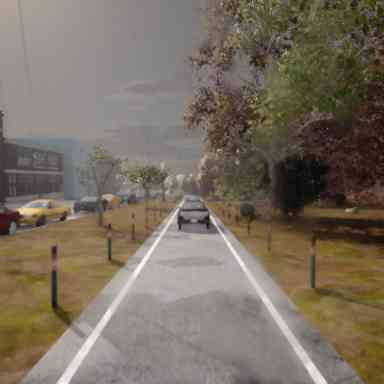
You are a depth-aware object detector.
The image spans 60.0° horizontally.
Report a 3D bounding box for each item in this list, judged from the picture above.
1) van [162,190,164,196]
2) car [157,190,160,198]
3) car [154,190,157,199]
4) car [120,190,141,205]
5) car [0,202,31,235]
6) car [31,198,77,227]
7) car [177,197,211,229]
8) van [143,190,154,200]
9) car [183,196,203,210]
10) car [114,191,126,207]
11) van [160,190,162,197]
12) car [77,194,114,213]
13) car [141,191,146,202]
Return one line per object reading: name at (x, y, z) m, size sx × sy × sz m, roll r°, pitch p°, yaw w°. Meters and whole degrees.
van at (-9.242, 0.386, 90.969) m, size 1.878 × 1.987 × 4.442 m, roll 0°, pitch -1°, yaw -2°
car at (-9.069, 0.756, 74.508) m, size 2.163 × 1.488 × 4.792 m, roll 0°, pitch -1°, yaw -2°
car at (-9.064, 0.764, 68.997) m, size 2.231 × 1.521 × 4.892 m, roll 0°, pitch -1°, yaw -2°
car at (-9.039, 0.707, 45.595) m, size 2.435 × 2.045 × 5.566 m, roll 0°, pitch 0°, yaw 1°
car at (-9.005, 1.204, 13.531) m, size 2.097 × 1.535 × 5.008 m, roll 0°, pitch 0°, yaw 2°
car at (-9.020, 1.136, 19.912) m, size 1.946 × 1.575 × 5.366 m, roll 0°, pitch 0°, yaw 2°
car at (0.103, 1.306, 20.270) m, size 2.128 × 1.511 × 4.902 m, roll 0°, pitch 1°, yaw 0°
van at (-9.064, 0.599, 63.310) m, size 1.878 × 1.987 × 4.442 m, roll 0°, pitch 1°, yaw 2°
car at (0.105, 1.190, 36.883) m, size 1.994 × 1.385 × 4.181 m, roll 0°, pitch 1°, yaw 0°
car at (-9.030, 1.001, 35.712) m, size 2.097 × 1.535 × 5.008 m, roll 0°, pitch 0°, yaw 2°
van at (-9.078, 0.456, 81.019) m, size 1.878 × 1.987 × 4.442 m, roll 0°, pitch -1°, yaw -2°
car at (-9.023, 1.056, 30.165) m, size 2.097 × 1.535 × 5.008 m, roll 0°, pitch 0°, yaw 2°
car at (-9.047, 0.938, 52.342) m, size 2.002 × 1.452 × 4.674 m, roll 0°, pitch 1°, yaw 0°
